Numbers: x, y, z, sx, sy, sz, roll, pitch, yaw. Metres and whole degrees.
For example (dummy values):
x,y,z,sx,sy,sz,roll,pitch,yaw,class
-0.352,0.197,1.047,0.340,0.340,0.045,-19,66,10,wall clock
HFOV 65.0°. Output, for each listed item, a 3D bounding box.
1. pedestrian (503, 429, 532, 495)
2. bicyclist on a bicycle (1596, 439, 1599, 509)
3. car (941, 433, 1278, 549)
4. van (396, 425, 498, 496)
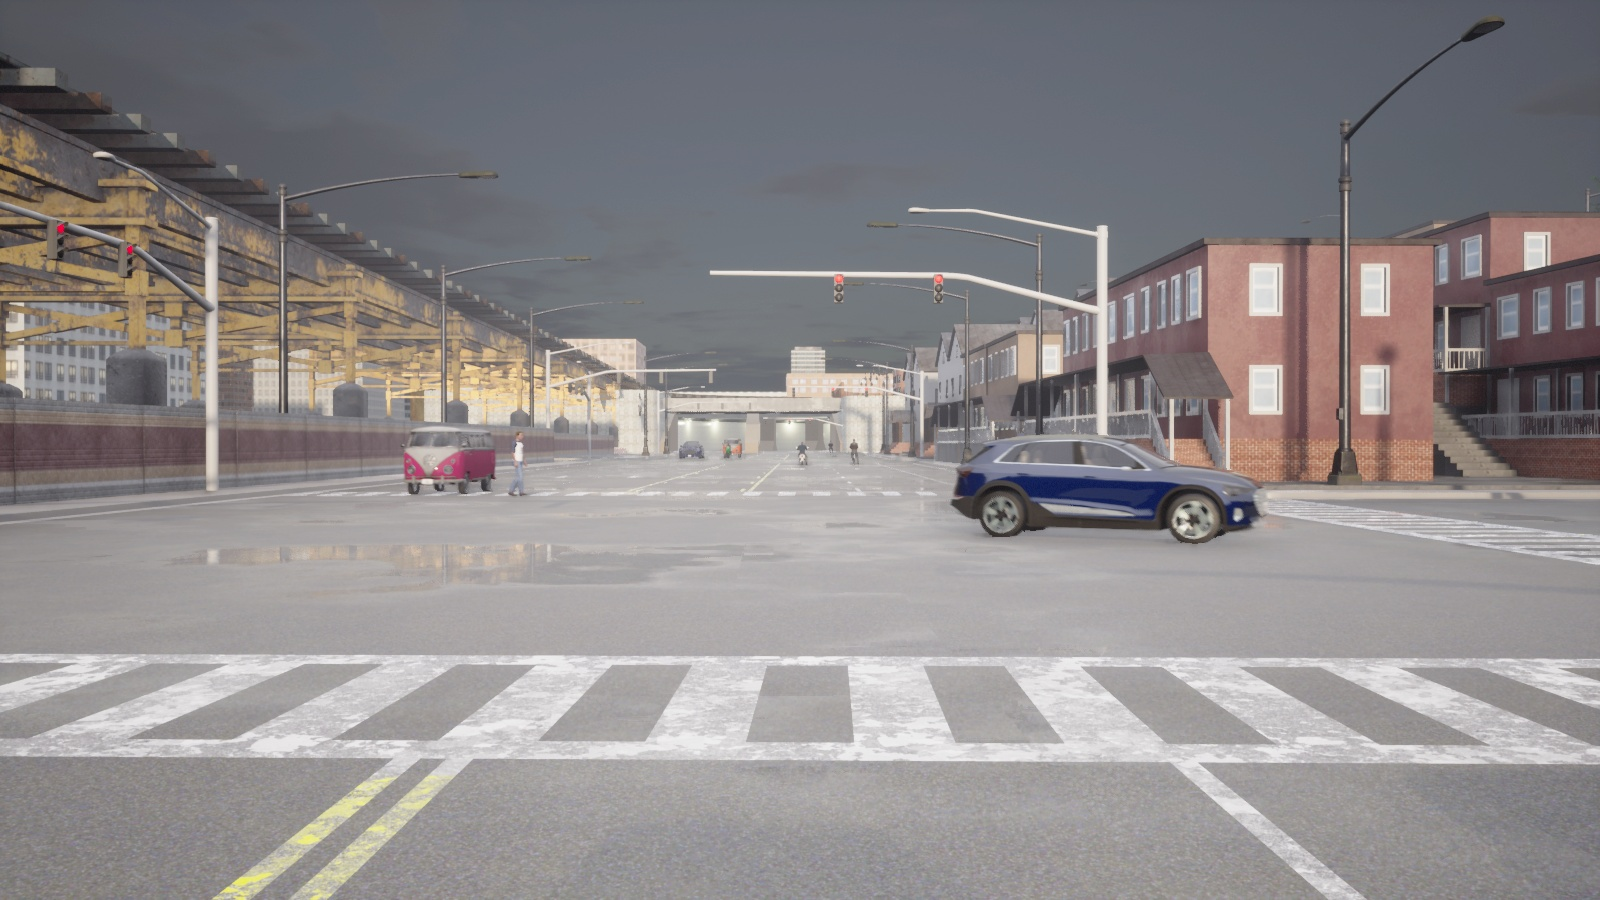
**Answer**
x,y,z,sx,sy,sz,roll,pitch,yaw,class
-7.838,0.328,34.861,0.706,1.836,0.354,0,0,15,pedestrian
19.281,0.552,28.819,1.656,1.620,0.582,0,0,0,bicyclist on a bicycle
4.874,0.568,19.888,4.856,1.649,2.033,0,1,27,car
-10.424,0.281,37.387,1.775,1.987,4.442,0,0,0,van
